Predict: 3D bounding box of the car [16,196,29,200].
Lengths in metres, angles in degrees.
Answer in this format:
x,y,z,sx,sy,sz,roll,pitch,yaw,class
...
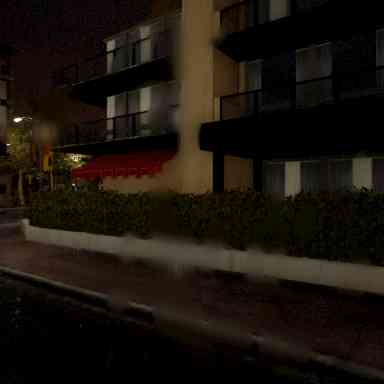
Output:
x,y,z,sx,sy,sz,roll,pitch,yaw,class
-36.129,1.481,67.948,4.892,1.521,2.231,0,0,36,car
